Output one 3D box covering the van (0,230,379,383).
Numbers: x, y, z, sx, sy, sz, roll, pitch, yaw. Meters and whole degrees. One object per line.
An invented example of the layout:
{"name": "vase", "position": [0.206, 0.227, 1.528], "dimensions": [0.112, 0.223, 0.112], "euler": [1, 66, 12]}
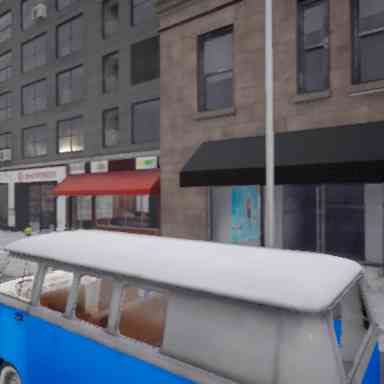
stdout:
{"name": "van", "position": [-0.414, 1.347, 3.163], "dimensions": [3.998, 1.788, 1.690], "euler": [0, -1, 36]}
